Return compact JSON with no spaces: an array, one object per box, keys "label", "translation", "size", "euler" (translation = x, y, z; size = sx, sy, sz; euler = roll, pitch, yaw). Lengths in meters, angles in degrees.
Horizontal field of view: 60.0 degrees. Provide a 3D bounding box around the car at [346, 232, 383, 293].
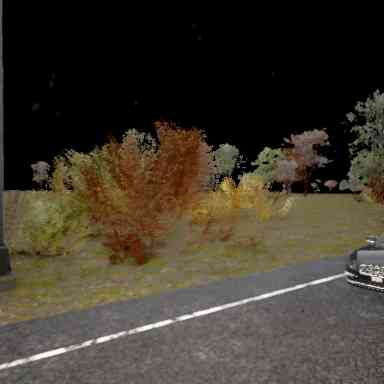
[{"label":"car","translation":[5.649,1.478,8.022],"size":[4.892,1.490,1.837],"euler":[0,0,-36]}]
